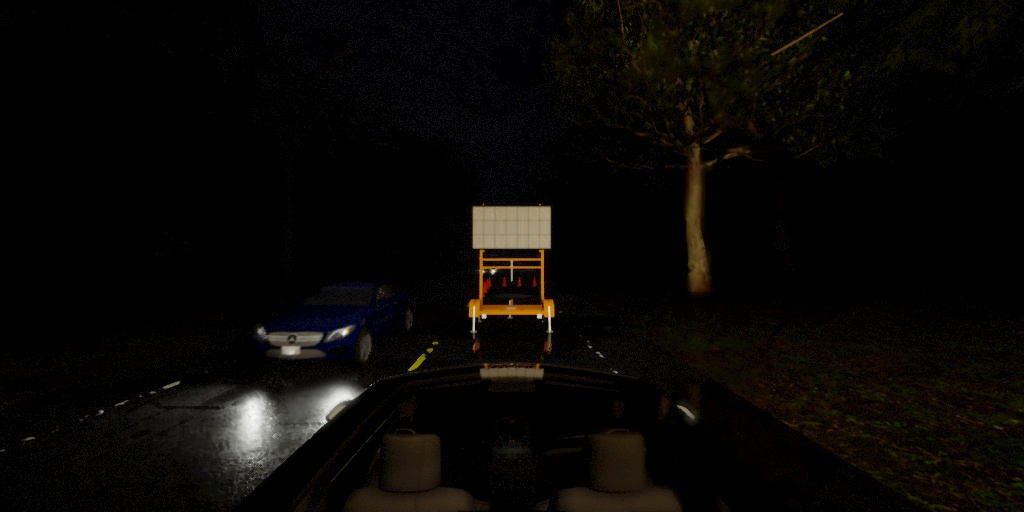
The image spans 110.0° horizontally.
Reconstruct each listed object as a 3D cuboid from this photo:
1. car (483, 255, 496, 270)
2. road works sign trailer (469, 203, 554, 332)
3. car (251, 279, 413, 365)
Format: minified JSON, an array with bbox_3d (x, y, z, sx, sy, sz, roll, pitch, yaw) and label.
[{"bbox_3d":[-3.543,0.932,53.577,2.150,2.045,5.566,0,0,0],"label":"car"},{"bbox_3d":[-0.007,0.215,10.804,2.380,3.560,2.880,0,0,0],"label":"road works sign trailer"},{"bbox_3d":[-3.604,1.277,8.170,1.812,1.442,4.674,0,0,0],"label":"car"}]
